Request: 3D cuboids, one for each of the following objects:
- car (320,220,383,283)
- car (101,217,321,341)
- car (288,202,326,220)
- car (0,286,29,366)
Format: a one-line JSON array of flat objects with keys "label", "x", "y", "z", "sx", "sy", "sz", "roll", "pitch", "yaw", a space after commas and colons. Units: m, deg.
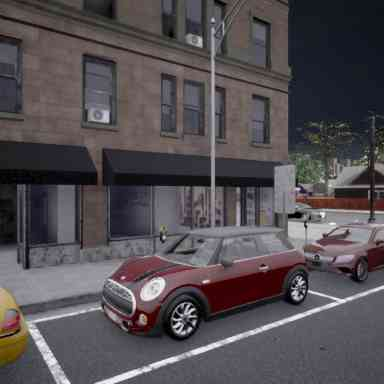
[{"label": "car", "x": 4.860, "y": 1.582, "z": 9.640, "sx": 4.206, "sy": 1.307, "sz": 1.802, "roll": 0, "pitch": 0, "yaw": -35}, {"label": "car", "x": 0.362, "y": 1.440, "z": 6.441, "sx": 4.097, "sy": 1.590, "sz": 1.967, "roll": 0, "pitch": 0, "yaw": -35}, {"label": "car", "x": 8.443, "y": 1.592, "z": 27.075, "sx": 2.128, "sy": 1.511, "sz": 4.902, "roll": 0, "pitch": 0, "yaw": -37}, {"label": "car", "x": -4.274, "y": 1.525, "z": 3.144, "sx": 4.829, "sy": 1.417, "sz": 1.752, "roll": 0, "pitch": 0, "yaw": -35}]
